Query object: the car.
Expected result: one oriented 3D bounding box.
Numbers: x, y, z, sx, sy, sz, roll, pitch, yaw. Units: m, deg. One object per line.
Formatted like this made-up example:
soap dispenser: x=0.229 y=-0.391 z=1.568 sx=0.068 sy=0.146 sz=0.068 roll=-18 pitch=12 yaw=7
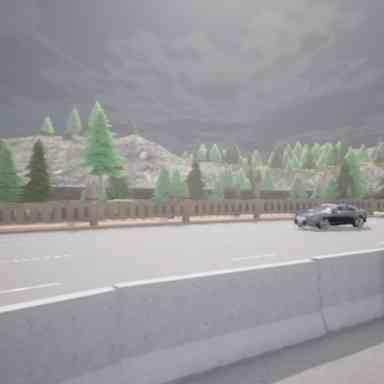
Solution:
car: x=8.552 y=1.482 z=20.500 sx=4.902 sy=1.511 sz=2.128 roll=0 pitch=0 yaw=-25
